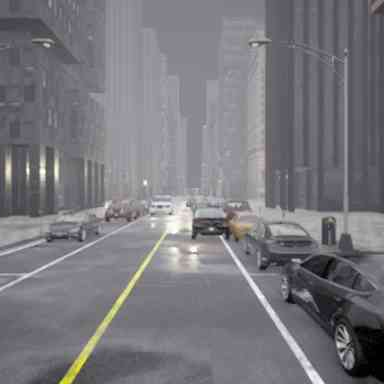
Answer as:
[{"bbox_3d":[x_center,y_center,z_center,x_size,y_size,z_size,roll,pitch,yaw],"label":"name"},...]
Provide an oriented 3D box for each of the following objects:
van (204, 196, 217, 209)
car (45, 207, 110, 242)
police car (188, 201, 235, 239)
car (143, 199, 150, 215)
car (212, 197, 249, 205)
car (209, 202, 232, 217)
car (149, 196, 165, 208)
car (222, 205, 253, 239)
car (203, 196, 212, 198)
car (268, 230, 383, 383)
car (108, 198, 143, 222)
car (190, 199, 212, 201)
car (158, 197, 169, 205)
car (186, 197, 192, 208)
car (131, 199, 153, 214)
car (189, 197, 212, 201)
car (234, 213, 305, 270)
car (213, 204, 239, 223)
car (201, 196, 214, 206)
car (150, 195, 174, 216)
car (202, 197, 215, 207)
[{"bbox_3d":[2.773,1.575,50.217,1.690,1.788,3.998,0,0,0],"label":"van"},{"bbox_3d":[-5.761,1.628,16.604,2.008,1.369,4.403,0,0,0],"label":"car"},{"bbox_3d":[0.905,1.509,17.914,1.930,1.638,5.238,0,0,0],"label":"police car"},{"bbox_3d":[-5.756,1.721,33.410,1.947,1.339,4.313,0,0,0],"label":"car"},{"bbox_3d":[2.765,1.418,22.209,2.192,1.841,5.009,0,0,0],"label":"car"},{"bbox_3d":[2.769,1.721,33.411,1.947,1.339,4.313,0,0,0],"label":"car"},{"bbox_3d":[-5.751,1.575,55.820,2.192,1.841,5.009,0,0,0],"label":"car"},{"bbox_3d":[2.764,1.604,16.775,1.752,1.417,4.829,0,0,0],"label":"car"},{"bbox_3d":[2.772,1.648,44.615,1.967,1.590,4.097,0,0,0],"label":"car"},{"bbox_3d":[2.761,1.592,5.402,1.947,1.339,4.313,0,0,0],"label":"car"},{"bbox_3d":[-5.759,1.444,27.810,2.192,1.841,5.009,0,0,0],"label":"car"},{"bbox_3d":[0.908,1.634,27.804,1.837,1.490,4.892,0,0,0],"label":"car"},{"bbox_3d":[-5.747,1.753,67.023,1.967,1.590,4.097,0,0,0],"label":"car"},{"bbox_3d":[0.015,1.844,52.204,1.895,1.301,4.718,0,0,0],"label":"car"},{"bbox_3d":[-5.755,1.621,39.013,1.967,1.590,4.097,0,0,0],"label":"car"},{"bbox_3d":[0.890,1.614,33.994,1.801,1.575,5.366,0,0,0],"label":"car"},{"bbox_3d":[2.763,1.602,11.004,2.008,1.369,4.403,0,0,0],"label":"car"},{"bbox_3d":[2.768,1.711,27.809,1.802,1.307,4.206,0,0,0],"label":"car"},{"bbox_3d":[2.776,1.602,61.421,2.192,1.841,5.009,0,0,0],"label":"car"},{"bbox_3d":[-3.085,1.382,34.771,2.150,2.045,5.566,0,0,0],"label":"car"},{"bbox_3d":[2.775,1.701,55.818,1.967,1.590,4.097,0,0,0],"label":"car"}]
